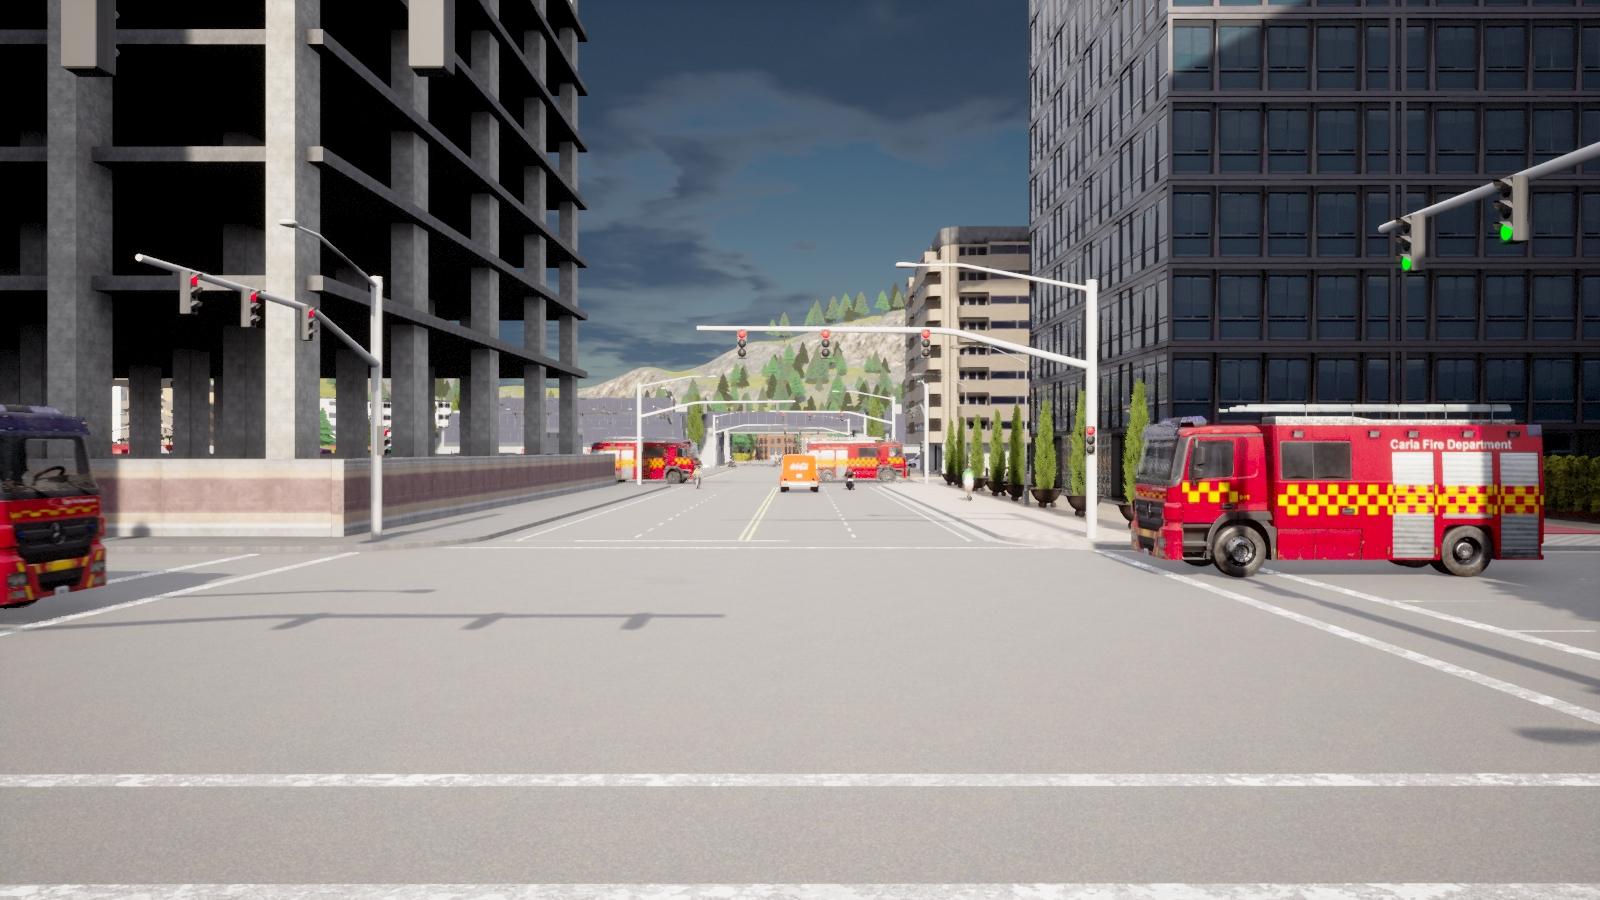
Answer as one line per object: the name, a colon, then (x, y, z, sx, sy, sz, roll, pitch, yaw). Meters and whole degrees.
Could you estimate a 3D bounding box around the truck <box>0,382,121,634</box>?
truck: (-16.272, 0.890, 18.796, 8.468, 3.827, 2.891, 0, 0, 0)

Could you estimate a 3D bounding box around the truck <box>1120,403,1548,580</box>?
truck: (11.970, 0.889, 26.163, 8.468, 3.827, 2.891, 0, 0, -1)

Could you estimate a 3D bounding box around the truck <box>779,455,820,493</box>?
truck: (-0.023, 1.564, 76.782, 2.627, 2.467, 5.204, 0, 0, 0)

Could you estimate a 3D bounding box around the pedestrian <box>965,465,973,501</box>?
pedestrian: (8.795, 1.693, 59.392, 0.375, 1.860, 0.375, 0, 0, -1)
